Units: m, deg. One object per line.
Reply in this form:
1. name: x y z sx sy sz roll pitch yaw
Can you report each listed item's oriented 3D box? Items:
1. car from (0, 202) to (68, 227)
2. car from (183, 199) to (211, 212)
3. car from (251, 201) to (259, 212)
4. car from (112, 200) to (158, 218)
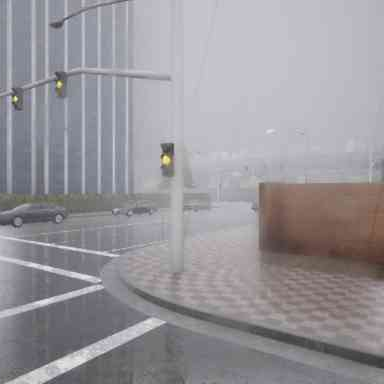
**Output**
1. car: -10.967 1.505 22.907 1.837 1.490 4.892 0 0 35
2. car: 0.519 1.564 39.040 1.994 1.385 4.181 0 0 35
3. car: 8.656 1.547 38.099 2.033 1.411 5.357 0 0 35
4. car: -5.258 1.491 30.936 2.128 1.511 4.902 0 0 35
